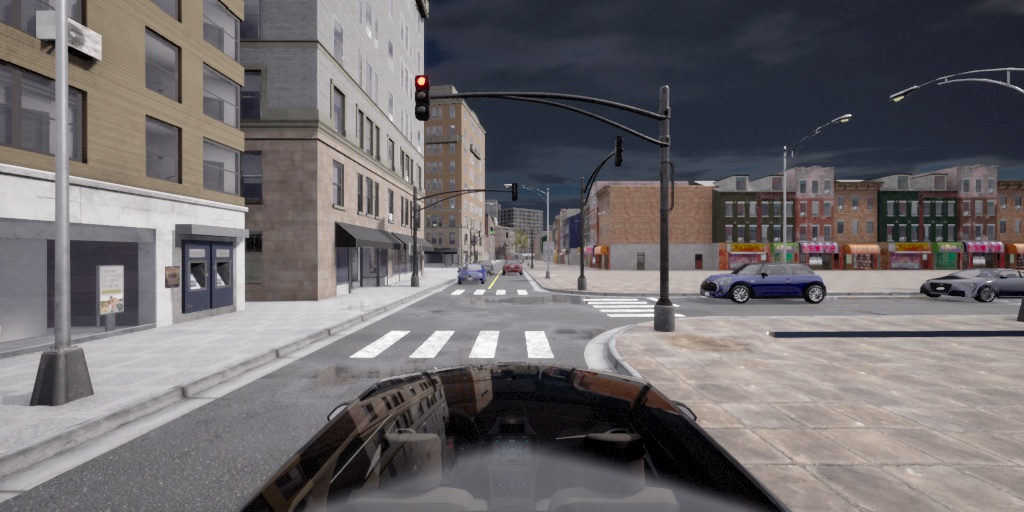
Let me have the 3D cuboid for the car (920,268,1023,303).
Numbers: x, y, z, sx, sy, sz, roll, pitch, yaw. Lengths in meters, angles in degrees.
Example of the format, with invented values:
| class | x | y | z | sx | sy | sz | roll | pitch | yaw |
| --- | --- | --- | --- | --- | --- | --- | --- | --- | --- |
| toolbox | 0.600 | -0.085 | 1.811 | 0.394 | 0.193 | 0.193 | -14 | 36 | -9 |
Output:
| class | x | y | z | sx | sy | sz | roll | pitch | yaw |
| --- | --- | --- | --- | --- | --- | --- | --- | --- | --- |
| car | 20.649 | 1.230 | 15.629 | 4.181 | 1.385 | 1.994 | 0 | 0 | 0 |

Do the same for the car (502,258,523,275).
| class | x | y | z | sx | sy | sz | roll | pitch | yaw |
| --- | --- | --- | --- | --- | --- | --- | --- | --- | --- |
| car | 0.046 | 1.109 | 38.989 | 2.097 | 1.767 | 4.553 | 0 | 0 | 0 |

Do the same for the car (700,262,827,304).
| class | x | y | z | sx | sy | sz | roll | pitch | yaw |
| --- | --- | --- | --- | --- | --- | --- | --- | --- | --- |
| car | 10.743 | 1.054 | 15.597 | 4.553 | 1.767 | 2.097 | 0 | 0 | 1 |

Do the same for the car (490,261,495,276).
| class | x | y | z | sx | sy | sz | roll | pitch | yaw |
| --- | --- | --- | --- | --- | --- | --- | --- | --- | --- |
| car | -2.883 | 1.263 | 37.846 | 1.837 | 1.490 | 4.892 | 0 | 0 | 0 |

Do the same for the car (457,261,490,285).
| class | x | y | z | sx | sy | sz | roll | pitch | yaw |
| --- | --- | --- | --- | --- | --- | --- | --- | --- | --- |
| car | -2.838 | 1.278 | 26.266 | 1.812 | 1.442 | 4.674 | 0 | 0 | -1 |
